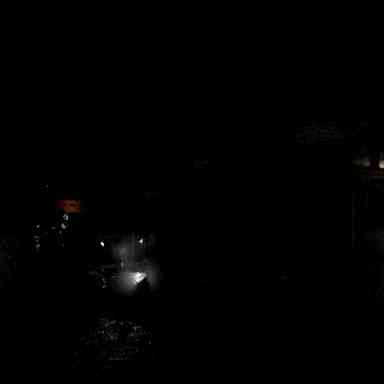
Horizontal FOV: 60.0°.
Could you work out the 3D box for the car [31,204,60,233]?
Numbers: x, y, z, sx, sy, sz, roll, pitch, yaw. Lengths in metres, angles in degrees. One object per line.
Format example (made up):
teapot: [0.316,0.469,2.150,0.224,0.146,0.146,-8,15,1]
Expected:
car: [-9.343,1.535,21.148,2.097,1.767,4.553,1,-1,-35]

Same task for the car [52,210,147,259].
car: [-3.725,1.602,13.078,2.033,1.411,5.357,1,-1,-35]

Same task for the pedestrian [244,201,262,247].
pedestrian: [2.436,1.233,13.100,0.375,1.860,0.375,0,0,-34]
